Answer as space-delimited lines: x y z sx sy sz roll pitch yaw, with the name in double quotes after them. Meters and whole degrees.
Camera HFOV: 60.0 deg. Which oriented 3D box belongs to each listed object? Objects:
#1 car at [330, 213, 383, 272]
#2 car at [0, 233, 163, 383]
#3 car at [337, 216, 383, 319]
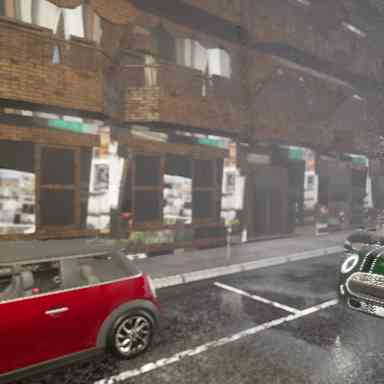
6.721 1.479 10.890 4.403 1.369 2.008 0 1 -36 "car"
-2.507 1.438 4.297 4.097 1.590 1.967 0 1 -36 "car"
4.886 1.305 6.562 4.553 1.767 2.097 0 0 -36 "car"
